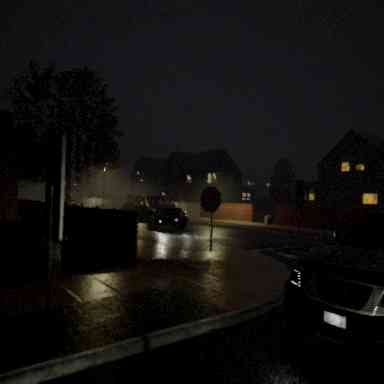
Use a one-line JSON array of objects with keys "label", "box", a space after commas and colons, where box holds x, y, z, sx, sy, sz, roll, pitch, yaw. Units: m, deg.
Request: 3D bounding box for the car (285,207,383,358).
[{"label": "car", "box": [4.069, 1.290, 5.850, 5.566, 2.045, 2.150, 0, 0, -36]}]

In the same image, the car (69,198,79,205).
[{"label": "car", "box": [-13.331, 1.416, 35.368, 1.837, 1.490, 4.892, 2, -1, -37]}]

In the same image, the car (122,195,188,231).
[{"label": "car", "box": [-2.500, 1.205, 20.883, 2.150, 2.045, 5.566, 2, -1, -37]}]

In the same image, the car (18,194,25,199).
[{"label": "car", "box": [-38.100, 1.179, 73.215, 2.128, 1.511, 4.902, 2, -1, -37]}]
